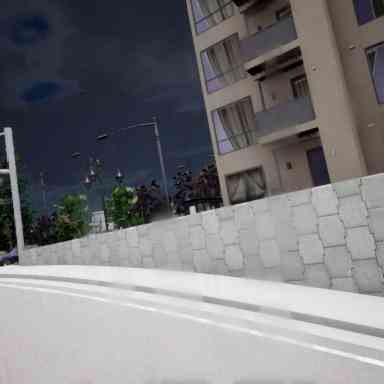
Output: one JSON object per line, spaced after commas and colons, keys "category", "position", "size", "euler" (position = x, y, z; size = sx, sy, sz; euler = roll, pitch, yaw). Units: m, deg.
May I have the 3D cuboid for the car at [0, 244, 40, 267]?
{"category": "car", "position": [-15.505, 5.654, 29.607], "size": [2.097, 1.767, 4.553], "euler": [-15, -9, 35]}
